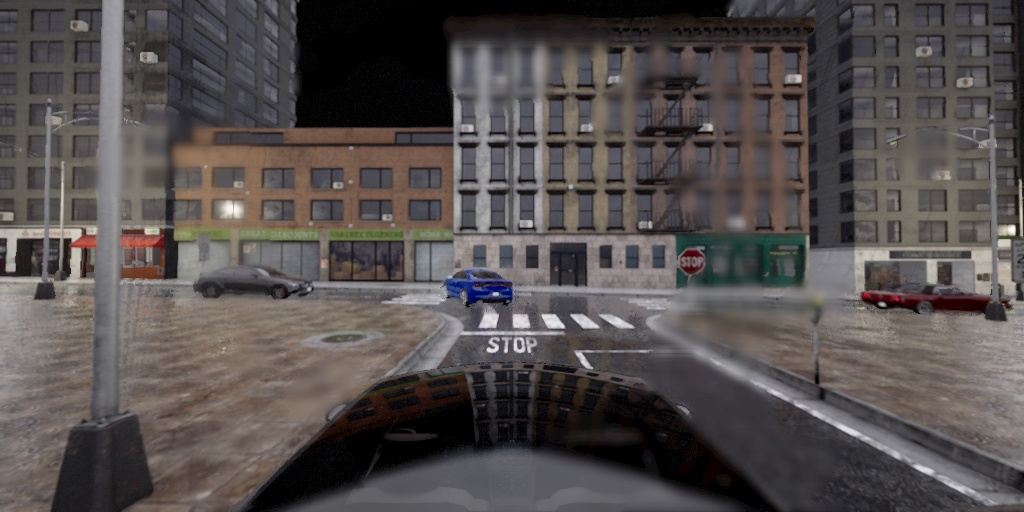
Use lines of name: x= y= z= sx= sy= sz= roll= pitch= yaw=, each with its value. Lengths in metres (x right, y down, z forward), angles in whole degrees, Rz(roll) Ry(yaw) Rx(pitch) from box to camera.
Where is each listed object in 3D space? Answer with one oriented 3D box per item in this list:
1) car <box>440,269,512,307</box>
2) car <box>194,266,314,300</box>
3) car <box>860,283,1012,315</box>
car: x=-1.701 y=1.314 z=16.061 sx=1.882 sy=1.535 sz=5.008 roll=3 pitch=-1 yaw=-25
car: x=-11.401 y=1.170 z=16.020 sx=4.674 sy=1.442 sz=1.812 roll=1 pitch=-1 yaw=-1
car: x=18.523 y=1.895 z=15.776 sx=4.718 sy=1.301 sz=1.895 roll=1 pitch=-1 yaw=0
